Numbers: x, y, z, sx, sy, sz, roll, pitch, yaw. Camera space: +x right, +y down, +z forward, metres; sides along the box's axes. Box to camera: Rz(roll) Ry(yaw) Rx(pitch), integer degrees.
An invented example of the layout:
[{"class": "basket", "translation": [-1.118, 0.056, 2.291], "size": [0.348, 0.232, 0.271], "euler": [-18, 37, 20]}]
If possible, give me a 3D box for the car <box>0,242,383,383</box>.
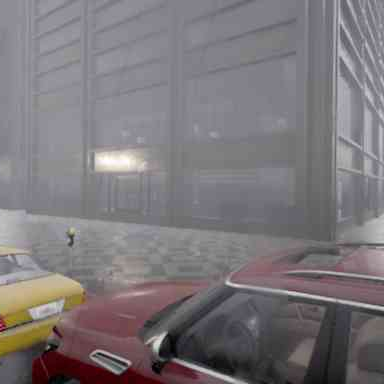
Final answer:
[{"class": "car", "translation": [1.020, 1.311, 2.235], "size": [5.009, 1.841, 2.192], "euler": [1, 0, 35]}]
